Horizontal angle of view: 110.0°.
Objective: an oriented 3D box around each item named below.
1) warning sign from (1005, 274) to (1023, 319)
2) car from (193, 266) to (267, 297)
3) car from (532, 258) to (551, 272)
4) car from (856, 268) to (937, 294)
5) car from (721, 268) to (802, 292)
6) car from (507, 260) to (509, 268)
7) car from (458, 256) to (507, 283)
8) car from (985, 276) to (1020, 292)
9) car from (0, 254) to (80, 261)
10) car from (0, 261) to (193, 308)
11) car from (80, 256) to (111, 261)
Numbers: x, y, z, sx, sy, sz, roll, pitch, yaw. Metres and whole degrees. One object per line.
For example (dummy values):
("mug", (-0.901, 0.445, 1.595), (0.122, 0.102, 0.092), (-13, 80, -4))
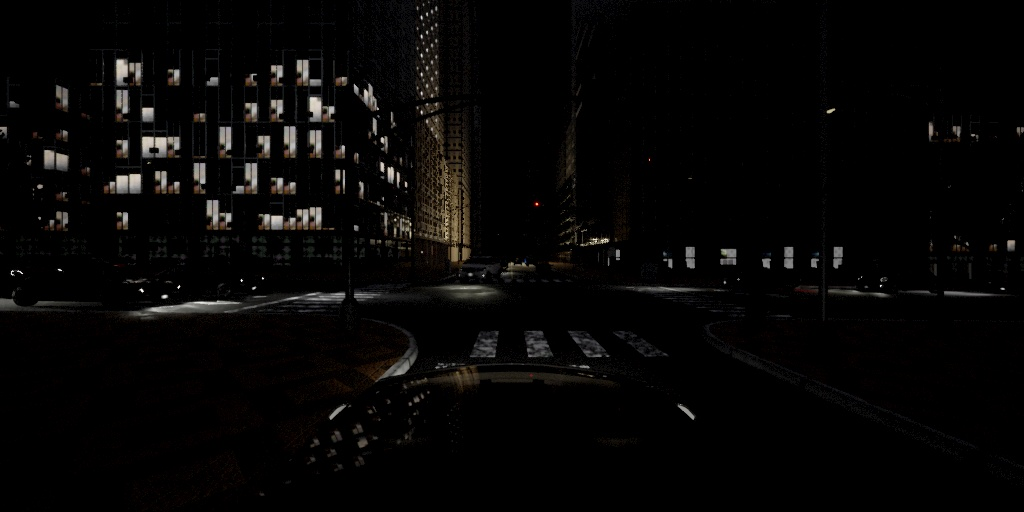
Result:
("warning sign", (17.282, 1.204, 11.746), (1.060, 1.860, 1.300), (0, 0, -3))
("car", (-14.010, 1.118, 16.322), (4.718, 1.301, 1.895), (1, 0, -3))
("car", (3.959, 1.329, 45.558), (1.948, 1.339, 4.313), (0, 0, 0))
("car", (26.748, 1.606, 24.889), (4.553, 1.767, 2.097), (1, 0, -3))
("car", (16.902, 1.569, 24.442), (4.902, 1.511, 2.128), (1, 0, -3))
("car", (-1.500, 1.267, 44.800), (1.837, 1.490, 4.892), (0, 0, 0))
("car", (-2.365, 0.992, 28.410), (2.150, 2.045, 5.566), (0, 0, 13))
("car", (36.763, 2.035, 25.339), (4.718, 1.301, 1.895), (1, 0, -2))
("car", (-22.915, 0.706, 15.919), (4.553, 1.767, 2.097), (1, 0, -3))
("car", (-15.289, 1.042, 13.042), (5.357, 1.411, 2.033), (1, 0, 0))
("car", (-27.298, 0.749, 22.416), (5.008, 1.535, 1.882), (1, 0, -2))
